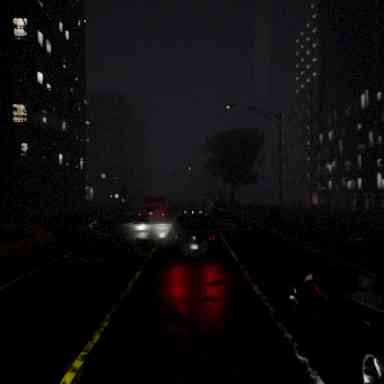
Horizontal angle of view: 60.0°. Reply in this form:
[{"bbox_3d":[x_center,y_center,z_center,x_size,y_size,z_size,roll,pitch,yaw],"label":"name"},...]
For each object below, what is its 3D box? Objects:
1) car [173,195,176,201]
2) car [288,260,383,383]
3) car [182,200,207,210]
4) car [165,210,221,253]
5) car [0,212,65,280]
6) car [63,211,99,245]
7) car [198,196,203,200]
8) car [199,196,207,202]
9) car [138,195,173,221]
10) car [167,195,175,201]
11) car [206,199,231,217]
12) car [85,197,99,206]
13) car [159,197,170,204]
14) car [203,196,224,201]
[{"bbox_3d":[-5.684,1.784,81.169,2.008,1.369,4.403,0,0,0],"label":"car"},{"bbox_3d":[2.693,1.575,4.577,1.947,1.339,4.313,0,0,0],"label":"car"},{"bbox_3d":[0.091,1.669,28.845,1.895,1.301,4.718,0,0,0],"label":"car"},{"bbox_3d":[0.090,1.631,13.845,1.895,1.301,4.718,0,0,0],"label":"car"},{"bbox_3d":[-5.688,1.546,9.931,1.752,1.417,4.829,0,0,0],"label":"car"},{"bbox_3d":[-5.687,1.600,15.624,1.947,1.339,4.313,0,0,0],"label":"car"},{"bbox_3d":[2.696,1.737,70.102,1.887,1.381,4.507,0,0,0],"label":"car"},{"bbox_3d":[2.696,1.759,81.338,1.752,1.417,4.829,0,0,0],"label":"car"},{"bbox_3d":[-3.094,1.288,27.956,2.150,2.045,5.566,0,0,0],"label":"car"},{"bbox_3d":[-5.683,1.717,92.234,1.967,1.590,4.097,0,0,0],"label":"car"},{"bbox_3d":[2.695,1.643,32.191,1.947,1.339,4.313,0,0,0],"label":"car"},{"bbox_3d":[-16.422,1.470,50.698,4.403,1.369,2.008,1,-1,-1],"label":"car"},{"bbox_3d":[-5.684,1.743,70.103,2.008,1.369,4.403,0,0,0],"label":"car"},{"bbox_3d":[2.695,1.408,37.715,2.192,1.841,5.009,0,0,0],"label":"car"}]
